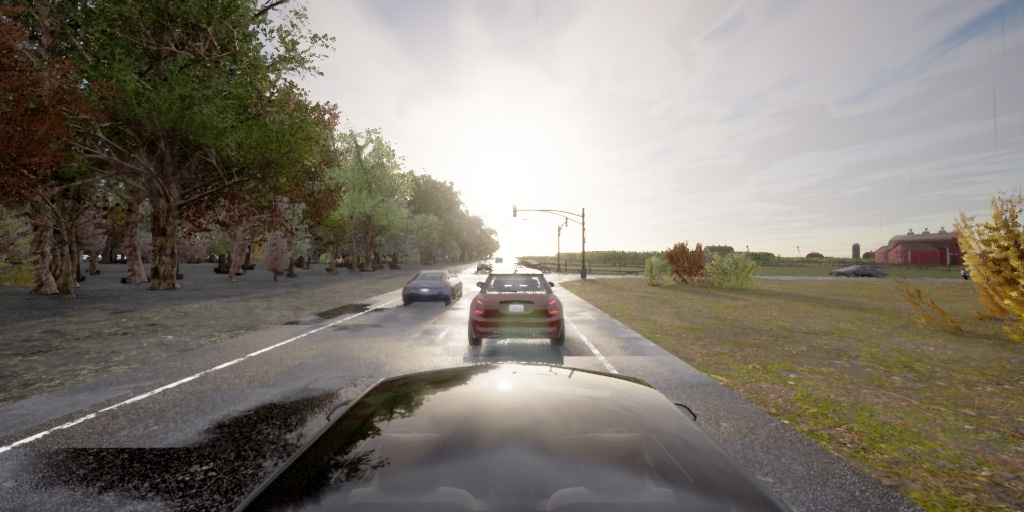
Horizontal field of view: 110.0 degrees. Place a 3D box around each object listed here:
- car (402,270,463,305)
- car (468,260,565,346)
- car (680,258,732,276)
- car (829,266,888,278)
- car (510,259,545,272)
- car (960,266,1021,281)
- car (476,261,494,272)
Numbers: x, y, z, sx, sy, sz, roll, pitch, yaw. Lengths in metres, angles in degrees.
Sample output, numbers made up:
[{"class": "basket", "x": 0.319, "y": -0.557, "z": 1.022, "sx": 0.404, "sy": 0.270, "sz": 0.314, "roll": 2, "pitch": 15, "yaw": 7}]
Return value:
[{"class": "car", "x": -3.406, "y": 1.317, "z": 16.007, "sx": 1.994, "sy": 1.385, "sz": 4.181, "roll": 0, "pitch": 0, "yaw": 0}, {"class": "car", "x": 0.095, "y": 1.104, "z": 9.581, "sx": 2.097, "sy": 1.767, "sz": 4.553, "roll": 0, "pitch": 0, "yaw": 0}, {"class": "car", "x": 22.078, "y": 1.272, "z": 40.839, "sx": 5.566, "sy": 2.045, "sz": 2.150, "roll": 1, "pitch": -1, "yaw": 0}, {"class": "car", "x": 39.333, "y": 1.784, "z": 40.758, "sx": 5.357, "sy": 1.411, "sz": 2.033, "roll": 1, "pitch": -1, "yaw": 0}, {"class": "car", "x": 1.959, "y": 1.241, "z": 47.214, "sx": 1.882, "sy": 1.535, "sz": 5.008, "roll": -1, "pitch": 1, "yaw": -36}, {"class": "car", "x": 49.622, "y": 1.781, "z": 37.121, "sx": 4.902, "sy": 1.511, "sz": 2.128, "roll": 1, "pitch": -1, "yaw": 0}, {"class": "car", "x": -3.421, "y": 1.357, "z": 46.174, "sx": 1.895, "sy": 1.301, "sz": 4.718, "roll": 0, "pitch": 0, "yaw": 0}]
